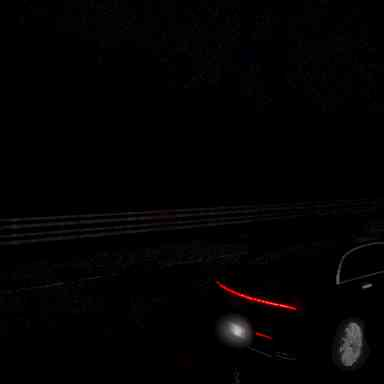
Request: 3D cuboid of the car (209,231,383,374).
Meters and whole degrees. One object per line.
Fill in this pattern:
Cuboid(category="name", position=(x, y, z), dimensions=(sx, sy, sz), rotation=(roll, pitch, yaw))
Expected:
Cuboid(category="car", position=(2.524, 1.428, 5.545), dimensions=(4.892, 1.490, 1.837), rotation=(-1, 1, -35))
